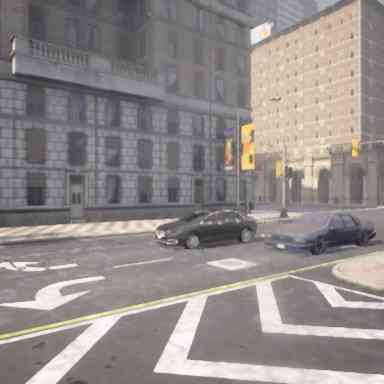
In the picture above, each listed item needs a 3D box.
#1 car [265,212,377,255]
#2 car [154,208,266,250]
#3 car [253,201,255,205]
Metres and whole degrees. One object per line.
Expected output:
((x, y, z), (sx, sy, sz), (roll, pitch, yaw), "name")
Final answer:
((5.325, 1.535, 13.380), (5.357, 1.411, 2.033), (0, 0, -35), "car")
((0.707, 1.494, 14.372), (4.892, 1.490, 1.837), (0, 0, -36), "car")
((7.656, 1.563, 51.984), (1.895, 1.301, 4.718), (0, 0, -36), "car")
